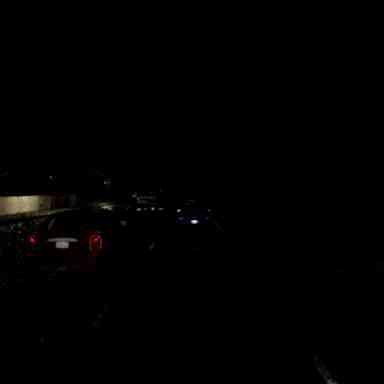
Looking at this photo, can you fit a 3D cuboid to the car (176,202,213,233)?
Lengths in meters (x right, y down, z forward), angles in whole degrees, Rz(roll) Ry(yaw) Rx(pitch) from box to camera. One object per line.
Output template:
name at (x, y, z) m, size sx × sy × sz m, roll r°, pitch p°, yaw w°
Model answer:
car at (0.132, 1.463, 18.789) m, size 1.994 × 1.385 × 4.181 m, roll 0°, pitch 0°, yaw 0°

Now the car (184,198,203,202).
car at (0.160, 1.340, 35.166) m, size 1.812 × 1.442 × 4.674 m, roll 0°, pitch 0°, yaw 0°

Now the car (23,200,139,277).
car at (-3.135, 1.296, 10.174) m, size 2.097 × 1.767 × 4.553 m, roll 0°, pitch 0°, yaw 0°

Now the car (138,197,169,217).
car at (-3.100, 1.394, 28.910) m, size 2.033 × 1.411 × 5.357 m, roll 0°, pitch 0°, yaw 0°

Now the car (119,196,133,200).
car at (-9.744, 1.304, 49.224) m, size 1.994 × 1.385 × 4.181 m, roll 0°, pitch 0°, yaw 0°

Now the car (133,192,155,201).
car at (-6.508, 0.969, 47.716) m, size 2.150 × 2.045 × 5.566 m, roll 0°, pitch 0°, yaw 0°
